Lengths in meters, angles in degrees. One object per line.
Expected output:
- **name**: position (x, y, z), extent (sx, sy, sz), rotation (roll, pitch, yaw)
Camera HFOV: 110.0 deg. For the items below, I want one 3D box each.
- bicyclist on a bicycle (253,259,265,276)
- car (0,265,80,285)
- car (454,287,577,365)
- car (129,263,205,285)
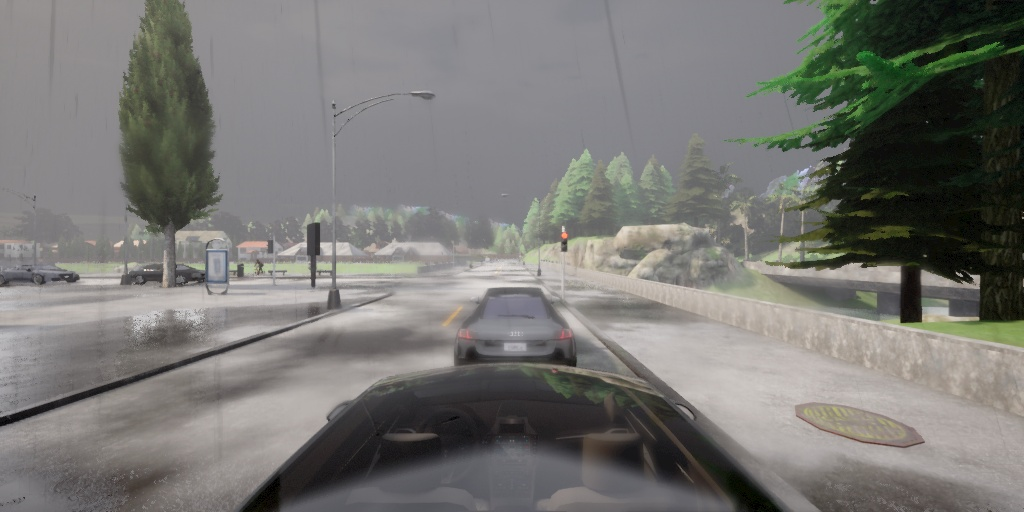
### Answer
- **bicyclist on a bicycle**: position (-24.100, 1.099, 34.130), extent (0.582, 1.620, 1.656), rotation (0, 0, 0)
- **car**: position (-33.957, 1.314, 25.740), extent (4.181, 1.385, 1.994), rotation (0, 0, 0)
- **car**: position (0.063, 1.314, 7.307), extent (1.994, 1.385, 4.181), rotation (0, 0, 0)
- **car**: position (-24.409, 1.256, 25.732), extent (4.892, 1.490, 1.837), rotation (0, 0, 0)
